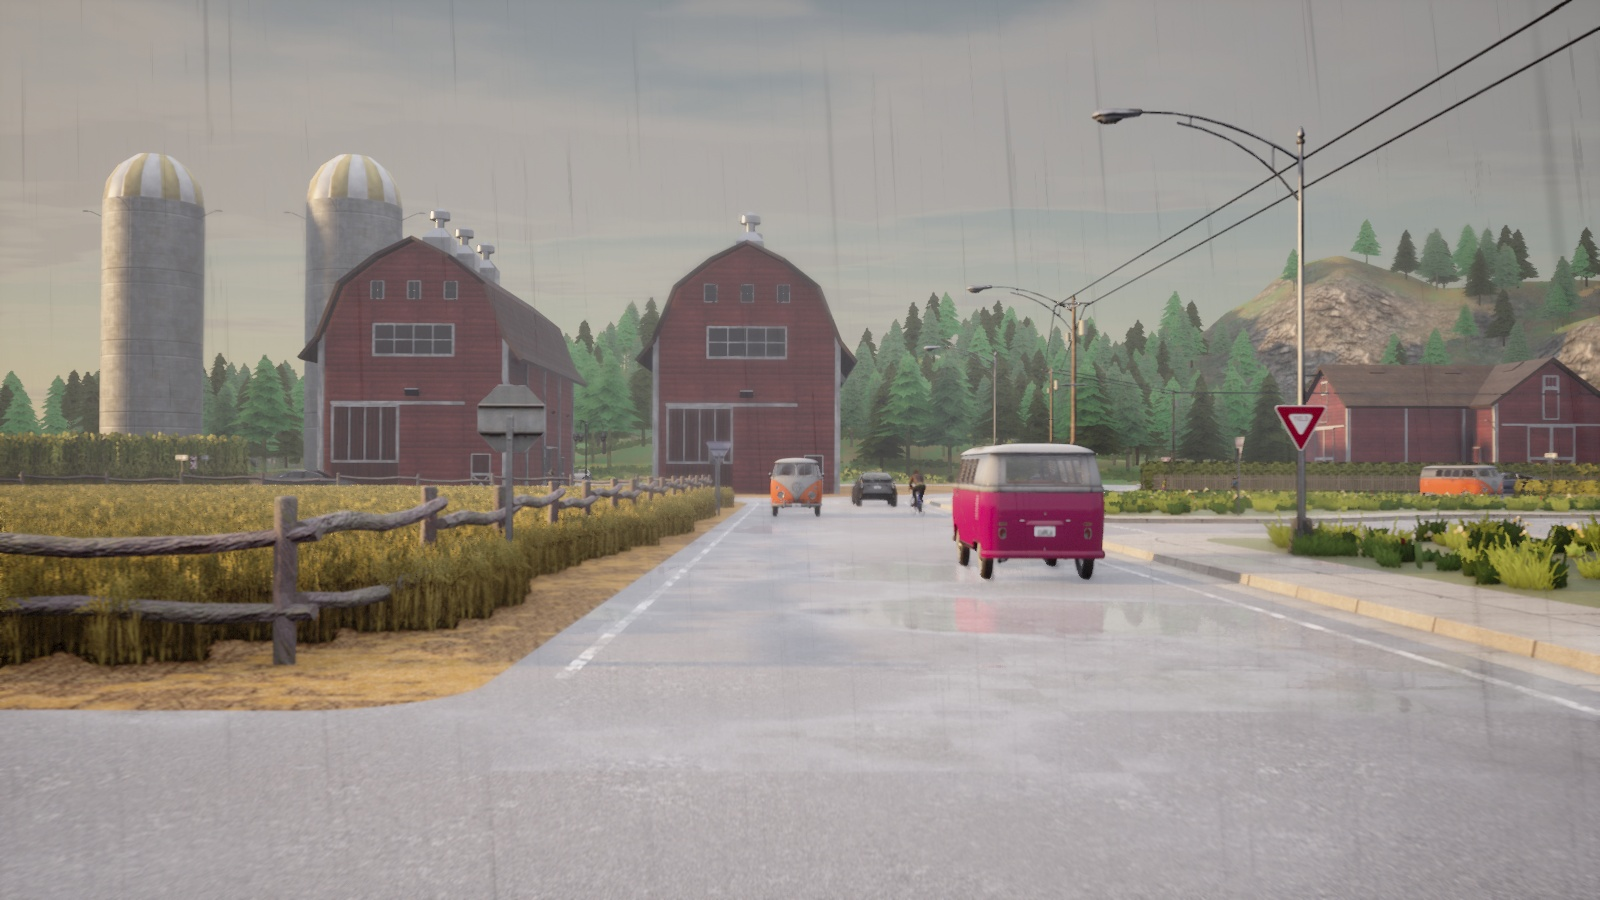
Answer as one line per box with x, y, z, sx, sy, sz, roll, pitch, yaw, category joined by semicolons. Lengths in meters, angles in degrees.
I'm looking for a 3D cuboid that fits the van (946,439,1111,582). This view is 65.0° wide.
3.444;0.875;19.734;1.775;1.987;4.442;0;-1;0;van

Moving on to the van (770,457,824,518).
-0.107;1.281;43.917;1.775;1.987;4.442;0;-1;0;van

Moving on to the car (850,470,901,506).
3.355;1.665;56.389;2.007;1.525;4.514;0;-1;0;car

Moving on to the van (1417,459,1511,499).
34.709;1.497;65.767;1.775;1.987;4.442;0;-1;-16;van

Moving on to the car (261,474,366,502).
-25.942;2.014;67.081;4.892;1.490;1.837;0;-1;-3;car

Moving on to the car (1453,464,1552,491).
44.346;1.705;79.304;5.027;1.651;2.152;0;-1;0;car
